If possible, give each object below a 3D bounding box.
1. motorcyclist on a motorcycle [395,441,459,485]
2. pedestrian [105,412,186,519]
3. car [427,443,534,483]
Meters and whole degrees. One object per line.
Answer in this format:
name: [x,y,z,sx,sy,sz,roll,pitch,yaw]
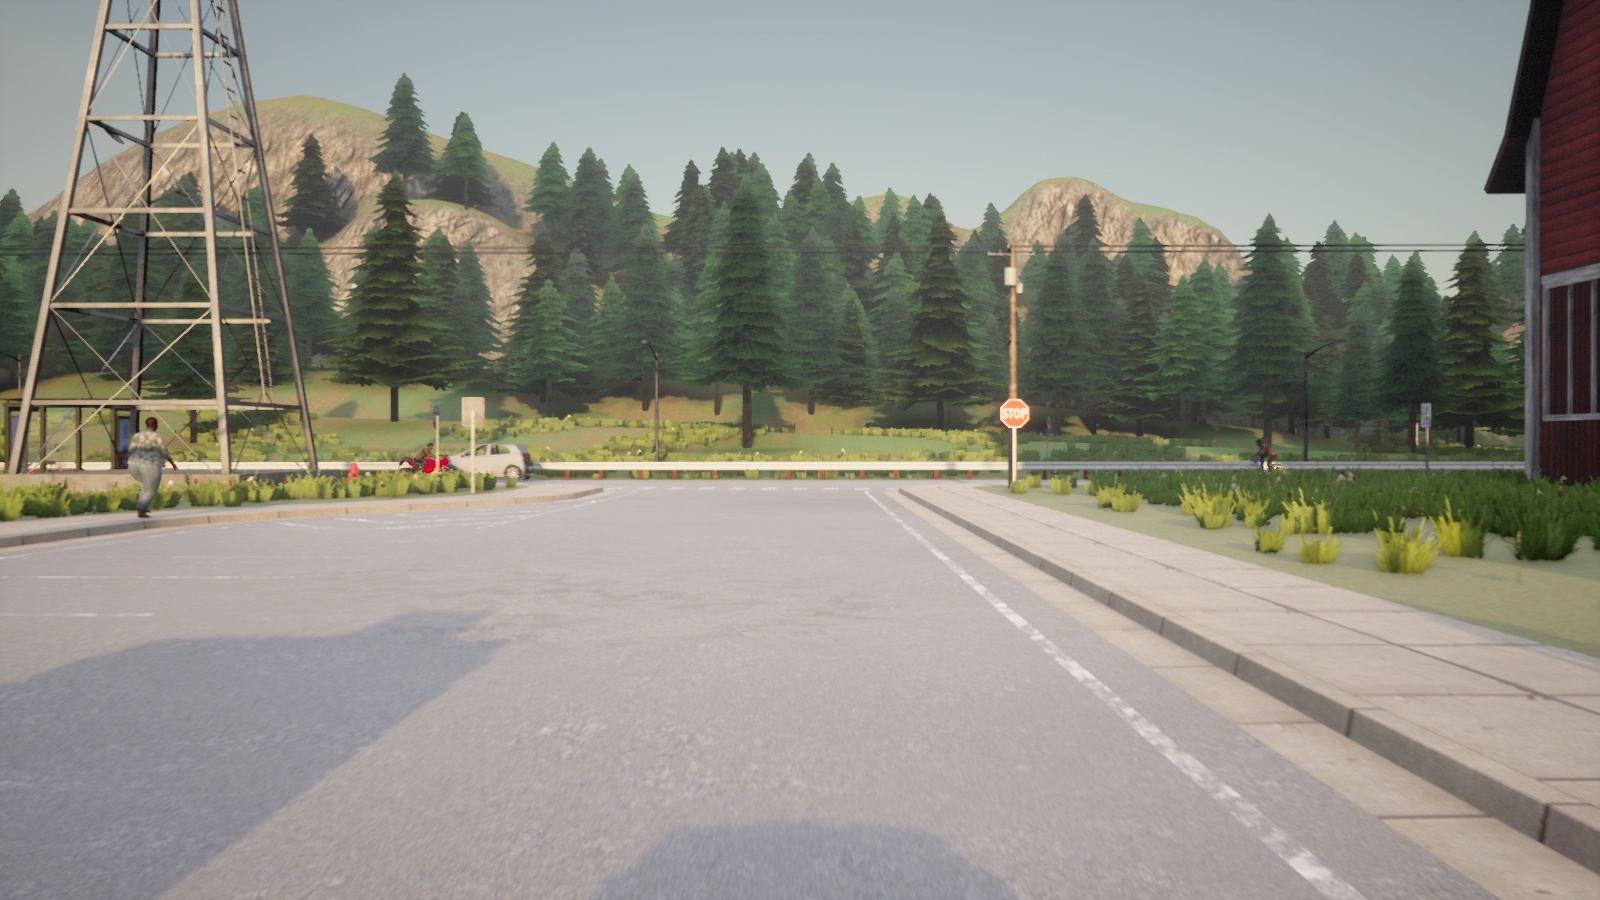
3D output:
motorcyclist on a motorcycle: [-13.341,0.463,44.965,2.044,1.523,0.797,1,0,1]
pedestrian: [-11.562,0.267,22.205,0.874,1.855,0.900,0,0,15]
car: [-12.279,0.477,48.442,3.633,1.501,1.845,0,0,2]
